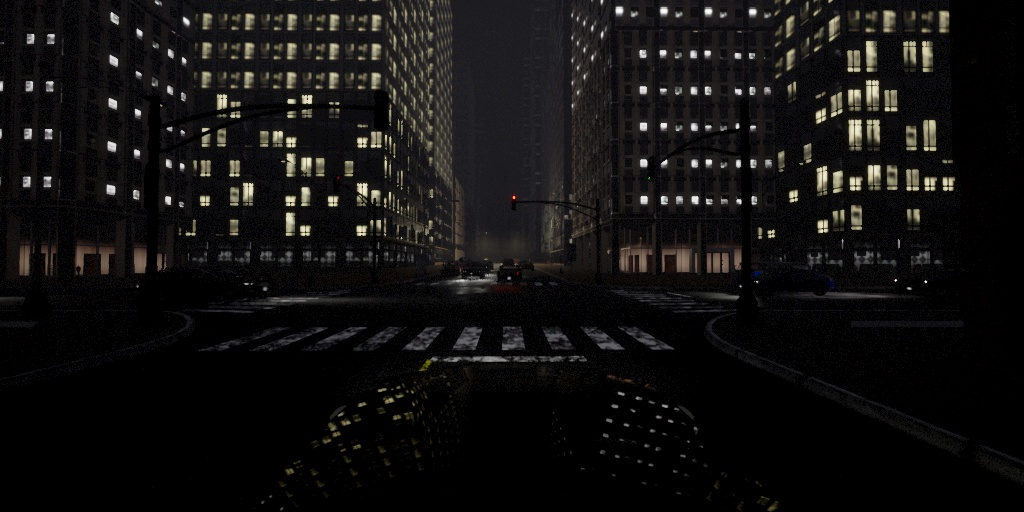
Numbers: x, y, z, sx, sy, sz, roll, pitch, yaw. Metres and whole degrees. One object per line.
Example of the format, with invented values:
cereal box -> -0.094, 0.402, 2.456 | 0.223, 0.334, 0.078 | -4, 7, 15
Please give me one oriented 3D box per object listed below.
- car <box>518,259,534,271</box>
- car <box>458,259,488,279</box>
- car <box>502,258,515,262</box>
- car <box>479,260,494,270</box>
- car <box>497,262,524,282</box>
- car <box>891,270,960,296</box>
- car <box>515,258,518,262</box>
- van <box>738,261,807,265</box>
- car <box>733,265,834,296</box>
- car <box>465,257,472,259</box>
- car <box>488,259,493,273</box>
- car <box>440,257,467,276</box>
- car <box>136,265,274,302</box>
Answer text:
car -> 2.069, 1.350, 48.350 | 1.802, 1.307, 4.207 | 0, 0, -1
car -> -3.519, 1.266, 33.214 | 1.837, 1.490, 4.892 | 0, 0, -1
car -> -0.727, 1.126, 63.973 | 2.097, 1.767, 4.553 | 0, 0, -1
car -> -3.791, 1.318, 54.068 | 2.033, 1.411, 5.357 | 0, 0, -1
car -> -0.200, 1.361, 29.238 | 1.895, 1.301, 4.718 | 0, 0, 0
car -> 23.568, 1.435, 19.315 | 4.718, 1.301, 1.895 | 0, -1, -1
car -> 1.919, 1.298, 59.675 | 1.751, 1.417, 4.829 | 0, 0, -1
van -> 15.717, 1.210, 21.807 | 3.998, 1.789, 1.690 | 0, 0, -1
car -> 14.524, 1.342, 19.212 | 4.674, 1.442, 1.812 | 0, -1, -2
car -> -6.310, 1.082, 48.176 | 2.192, 1.841, 5.009 | 0, 0, -1
car -> -3.653, 1.367, 43.431 | 1.895, 1.301, 4.718 | 0, 0, -1
car -> -6.160, 1.203, 37.026 | 1.967, 1.591, 4.097 | 0, 0, -1
car -> -13.520, 1.202, 15.904 | 4.902, 1.511, 2.128 | 0, -1, -4
